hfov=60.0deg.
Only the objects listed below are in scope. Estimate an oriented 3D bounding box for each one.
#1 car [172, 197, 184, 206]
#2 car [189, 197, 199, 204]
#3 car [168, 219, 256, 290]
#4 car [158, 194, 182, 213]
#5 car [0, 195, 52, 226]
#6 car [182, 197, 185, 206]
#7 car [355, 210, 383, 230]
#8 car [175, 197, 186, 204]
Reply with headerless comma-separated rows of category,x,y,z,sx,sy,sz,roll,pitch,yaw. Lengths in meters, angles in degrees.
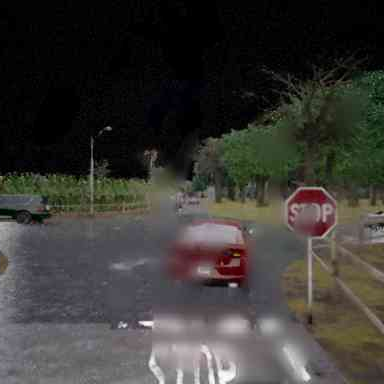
car,-2.525,1.728,60.442,1.812,1.442,4.674,0,0,1
car,0.404,1.799,69.017,1.994,1.385,4.181,0,0,0
car,0.745,1.506,9.365,1.882,1.535,5.008,0,0,11
car,-2.727,1.352,39.735,2.150,2.045,5.566,0,0,1
car,-12.475,1.200,22.658,5.566,2.045,2.150,1,-1,0
car,-2.639,1.388,50.101,2.150,2.045,5.566,0,0,1
car,13.676,1.861,22.712,4.674,1.442,1.812,1,-1,4
car,-2.436,1.782,70.835,2.033,1.411,5.357,0,0,0
